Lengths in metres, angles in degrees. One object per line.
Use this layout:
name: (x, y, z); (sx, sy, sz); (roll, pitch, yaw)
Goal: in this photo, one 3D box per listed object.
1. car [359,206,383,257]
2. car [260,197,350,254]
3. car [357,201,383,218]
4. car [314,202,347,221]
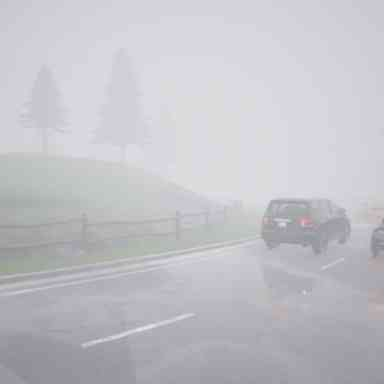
car: (7.877, 1.502, 12.182); (2.128, 1.511, 4.902); (0, 0, 37)
car: (4.877, 1.240, 13.889); (2.150, 2.045, 5.566); (0, 0, 38)
car: (15.122, 1.504, 27.601); (1.882, 1.535, 5.008); (0, 0, 15)
car: (11.714, 1.596, 28.411); (1.994, 1.385, 4.181); (0, 0, 14)
